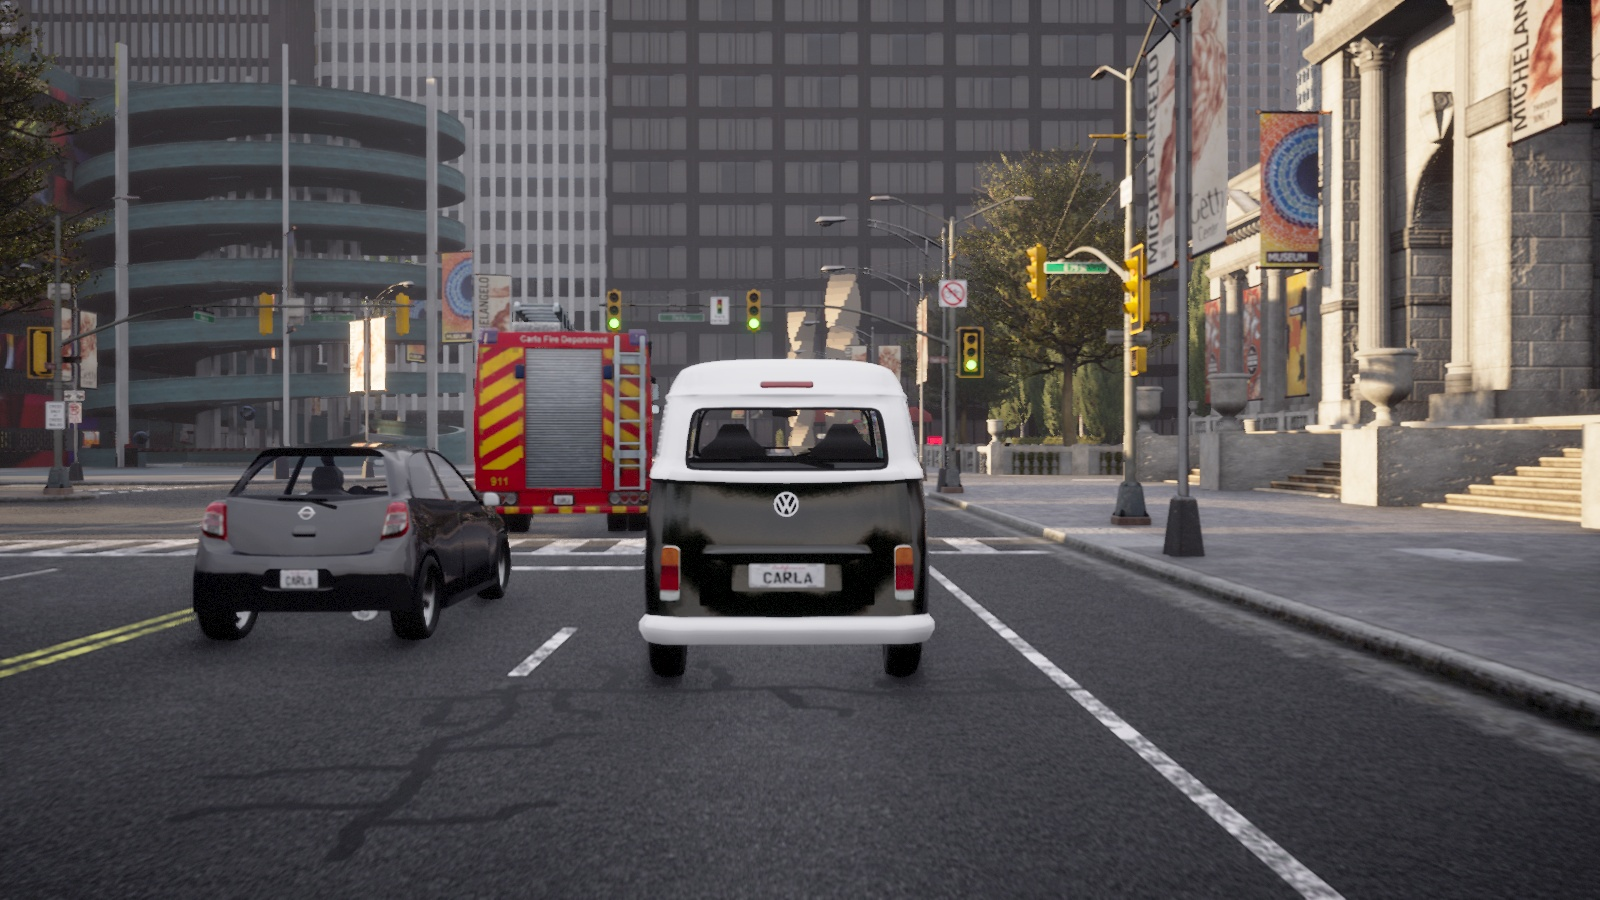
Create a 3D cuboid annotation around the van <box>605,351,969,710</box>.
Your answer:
[{"bbox_3d":[-0.104,0.435,9.391,2.069,2.038,4.480,0,1,-1],"label":"van"}]

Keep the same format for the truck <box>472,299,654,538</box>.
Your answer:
[{"bbox_3d":[-4.380,-0.522,24.519,2.891,3.827,8.468,0,0,-8],"label":"truck"}]

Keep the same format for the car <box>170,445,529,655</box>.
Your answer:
[{"bbox_3d":[-3.626,0.713,10.840,1.845,1.501,3.633,0,0,-1],"label":"car"}]
